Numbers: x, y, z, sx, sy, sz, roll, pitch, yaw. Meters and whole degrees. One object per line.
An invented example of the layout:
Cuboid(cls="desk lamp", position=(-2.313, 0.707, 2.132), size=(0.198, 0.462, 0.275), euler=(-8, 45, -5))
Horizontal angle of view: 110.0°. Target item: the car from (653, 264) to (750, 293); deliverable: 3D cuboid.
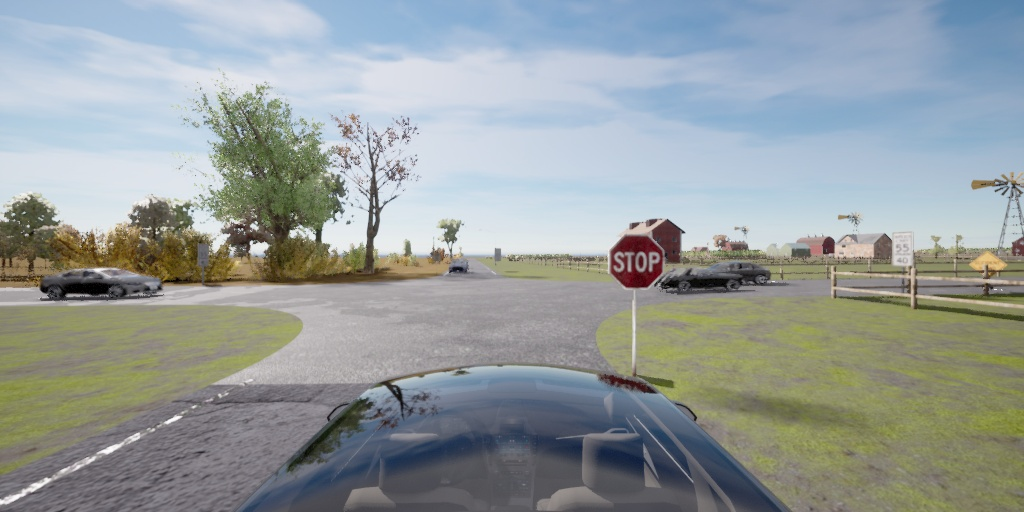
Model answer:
Cuboid(cls="car", position=(10.151, 1.271, 19.758), size=(4.718, 1.301, 1.895), euler=(0, 0, -10))

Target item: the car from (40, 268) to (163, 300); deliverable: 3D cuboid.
Cuboid(cls="car", position=(-20.863, 1.373, 18.355), size=(4.902, 1.511, 2.128), euler=(0, 0, -1))

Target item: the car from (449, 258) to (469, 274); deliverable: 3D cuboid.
Cuboid(cls="car", position=(-6.370, 1.132, 42.554), size=(2.097, 1.767, 4.553), euler=(0, 0, -7))

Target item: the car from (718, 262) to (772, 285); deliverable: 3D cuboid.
Cuboid(cls="car", position=(14.400, 1.136, 23.690), size=(4.892, 1.490, 1.837), euler=(0, 0, -3))

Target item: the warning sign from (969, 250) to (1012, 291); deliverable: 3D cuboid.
Cuboid(cls="warning sign", position=(22.707, 0.702, 17.083), size=(1.060, 1.860, 1.300), euler=(0, 0, -4))
